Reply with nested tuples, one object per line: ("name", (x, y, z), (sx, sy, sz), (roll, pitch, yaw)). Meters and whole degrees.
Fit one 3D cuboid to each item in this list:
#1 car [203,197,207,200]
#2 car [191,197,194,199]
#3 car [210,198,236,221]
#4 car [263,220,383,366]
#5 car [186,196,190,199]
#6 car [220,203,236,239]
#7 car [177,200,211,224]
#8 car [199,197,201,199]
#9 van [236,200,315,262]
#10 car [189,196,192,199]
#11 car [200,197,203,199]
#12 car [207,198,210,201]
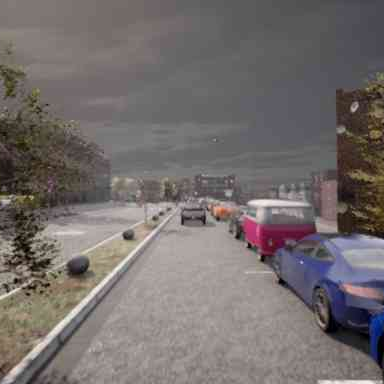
("car", (2.994, 1.643, 45.465), (2.185, 1.767, 4.553), (0, 0, 0))
("car", (1.794, 2.295, 84.232), (2.163, 1.488, 4.792), (0, -1, -5))
("car", (2.995, 1.504, 28.775), (2.185, 1.767, 4.553), (0, 0, 0))
("car", (2.996, 1.538, 6.717), (2.002, 1.452, 4.674), (0, 0, 0))
("car", (0.522, 2.436, 95.097), (2.231, 1.521, 4.892), (0, -1, -7))
("car", (2.996, 1.555, 17.758), (2.231, 1.521, 4.892), (0, 0, 0))
("car", (0.098, 1.616, 25.744), (2.128, 1.511, 4.902), (0, -1, 0))
("car", (2.984, 1.929, 61.924), (2.231, 1.521, 4.892), (0, -1, 0))
("van", (2.996, 1.298, 12.361), (1.878, 1.987, 4.442), (0, 0, 0))
("car", (1.210, 2.390, 89.720), (2.002, 1.452, 4.674), (0, -1, -6))
("car", (2.993, 1.867, 56.405), (2.231, 1.521, 4.892), (0, 0, 0))
("car", (2.994, 1.547, 34.295), (2.185, 1.767, 4.553), (0, 0, 0))
